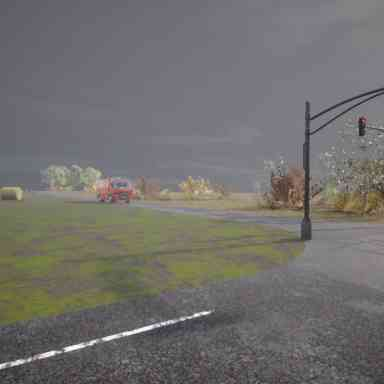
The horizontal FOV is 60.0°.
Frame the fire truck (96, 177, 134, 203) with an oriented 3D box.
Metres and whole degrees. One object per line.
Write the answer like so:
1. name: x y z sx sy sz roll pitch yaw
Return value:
1. fire truck: -11.764 -0.354 50.031 2.891 3.827 8.468 1 0 -32
